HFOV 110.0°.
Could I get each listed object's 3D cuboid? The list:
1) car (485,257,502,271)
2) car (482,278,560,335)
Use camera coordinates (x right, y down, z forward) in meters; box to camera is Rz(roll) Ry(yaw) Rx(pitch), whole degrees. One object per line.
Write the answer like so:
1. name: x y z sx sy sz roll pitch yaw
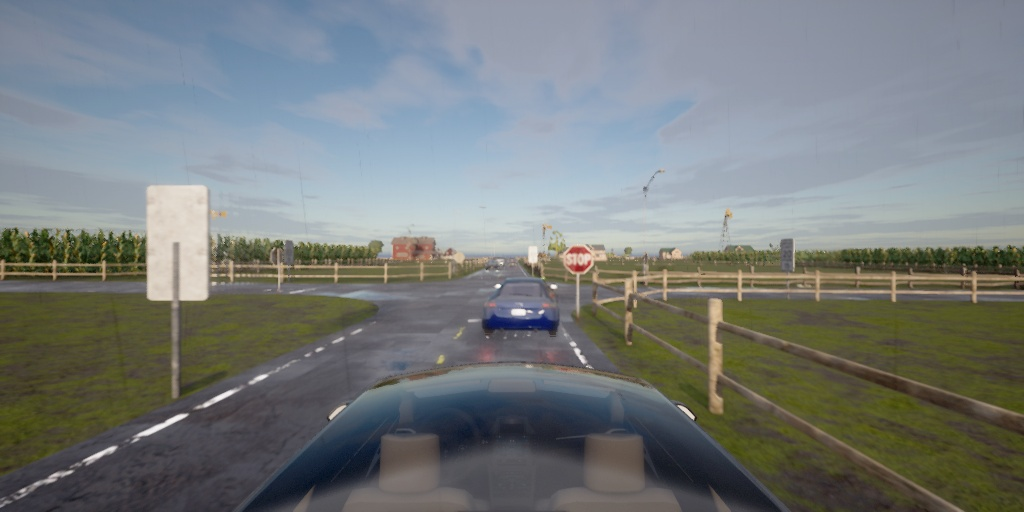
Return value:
1. car: -2.740 1.294 51.116 1.837 1.490 4.892 0 0 0
2. car: 0.378 1.321 10.591 1.994 1.385 4.181 0 0 6
